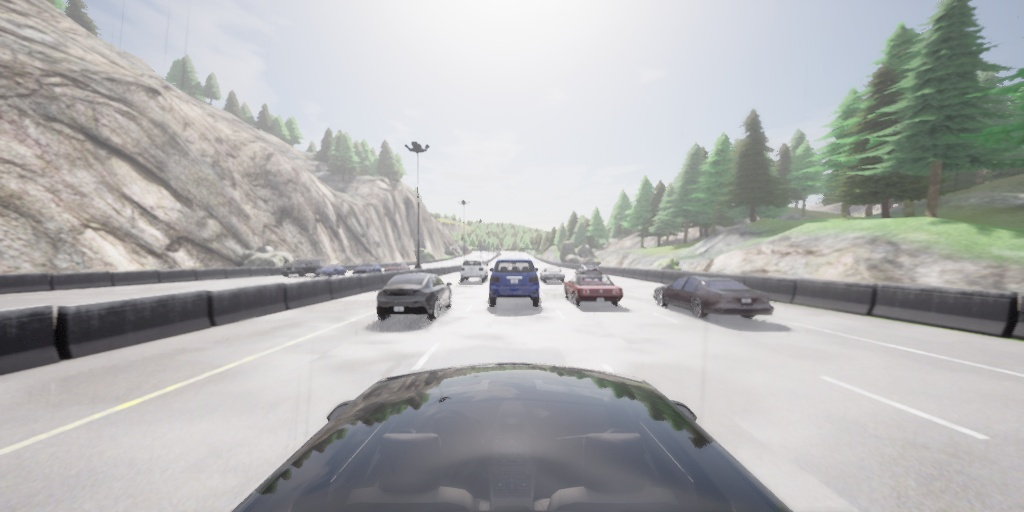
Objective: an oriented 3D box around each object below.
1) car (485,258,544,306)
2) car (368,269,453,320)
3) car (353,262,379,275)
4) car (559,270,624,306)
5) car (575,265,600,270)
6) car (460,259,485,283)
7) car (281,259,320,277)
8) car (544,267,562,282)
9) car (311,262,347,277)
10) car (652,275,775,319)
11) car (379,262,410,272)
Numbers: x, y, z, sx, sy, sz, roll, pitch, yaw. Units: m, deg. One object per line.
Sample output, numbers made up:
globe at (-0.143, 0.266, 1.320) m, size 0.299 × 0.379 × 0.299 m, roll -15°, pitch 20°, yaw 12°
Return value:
car at (0.096, 1.139, 16.999) m, size 2.150 × 2.045 × 5.566 m, roll 0°, pitch -1°, yaw 0°
car at (-3.403, 1.381, 13.225) m, size 1.837 × 1.490 × 4.892 m, roll 0°, pitch -1°, yaw 0°
car at (-17.593, 1.567, 43.948) m, size 2.097 × 1.767 × 4.553 m, roll 0°, pitch -1°, yaw 0°
car at (3.597, 1.516, 16.756) m, size 1.895 × 1.301 × 4.718 m, roll 0°, pitch -1°, yaw 0°
car at (7.092, 1.591, 33.561) m, size 2.128 × 1.511 × 4.902 m, roll 0°, pitch -1°, yaw 0°
car at (-3.407, 1.315, 32.944) m, size 2.150 × 2.045 × 5.566 m, roll 0°, pitch -1°, yaw 0°
car at (-24.595, 1.420, 42.219) m, size 2.150 × 2.045 × 5.566 m, roll 0°, pitch -1°, yaw 0°
car at (3.594, 1.689, 32.537) m, size 1.895 × 1.301 × 4.718 m, roll 0°, pitch -1°, yaw 0°
car at (-21.097, 1.720, 42.021) m, size 1.812 × 1.442 × 4.674 m, roll 0°, pitch -1°, yaw 0°
car at (7.097, 1.425, 13.366) m, size 2.033 × 1.411 × 5.357 m, roll 0°, pitch -1°, yaw 0°
car at (-14.094, 1.567, 43.960) m, size 2.097 × 1.767 × 4.553 m, roll 0°, pitch -1°, yaw 0°
